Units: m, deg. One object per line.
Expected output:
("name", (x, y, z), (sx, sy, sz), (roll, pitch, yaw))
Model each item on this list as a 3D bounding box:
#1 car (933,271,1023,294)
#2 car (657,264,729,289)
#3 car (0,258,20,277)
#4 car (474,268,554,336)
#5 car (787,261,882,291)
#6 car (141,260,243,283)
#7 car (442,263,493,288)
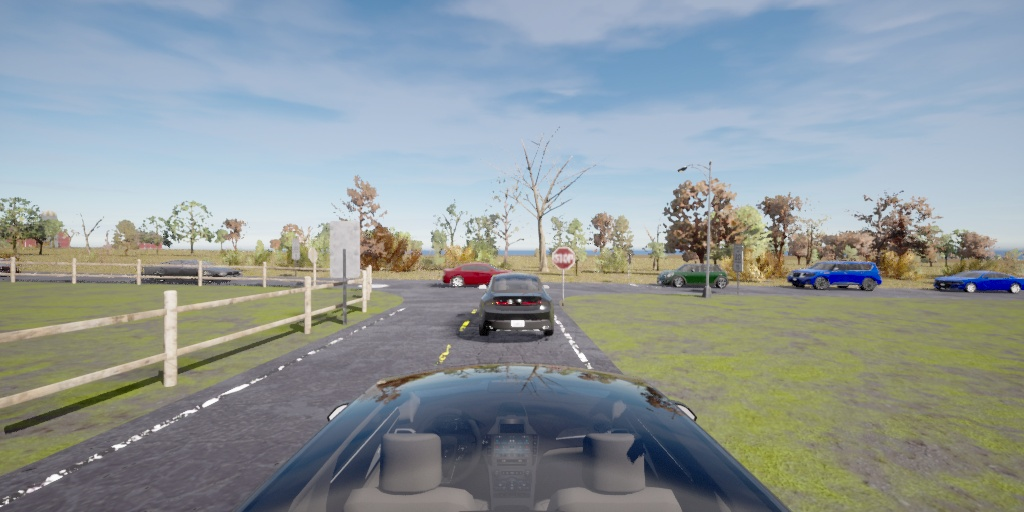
("car", (33.424, 1.820, 25.729), (5.008, 1.535, 1.882), (1, 1, 0))
("car", (12.903, 1.331, 25.779), (4.553, 1.767, 2.097), (1, 1, -1))
("car", (-35.351, 0.664, 23.073), (5.357, 1.411, 2.033), (1, 1, 1))
("car", (0.079, 1.252, 10.377), (1.837, 1.490, 4.892), (0, 0, -1))
("car", (23.117, 1.384, 25.782), (5.566, 2.045, 2.150), (1, 1, 0))
("car", (-20.467, 0.950, 23.010), (5.357, 1.411, 2.033), (1, 1, 0))
("car", (-1.936, 1.196, 22.941), (5.008, 1.535, 1.882), (0, 1, 0))
